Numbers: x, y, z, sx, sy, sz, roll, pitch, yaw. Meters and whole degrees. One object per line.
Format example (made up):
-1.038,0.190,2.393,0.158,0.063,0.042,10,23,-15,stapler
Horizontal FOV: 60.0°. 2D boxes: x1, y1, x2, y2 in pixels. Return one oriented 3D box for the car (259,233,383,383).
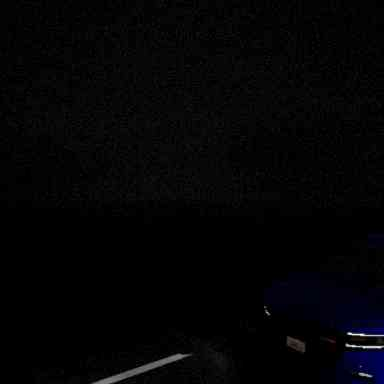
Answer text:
3.215,1.441,5.230,5.008,1.535,1.882,-1,0,-35,car
